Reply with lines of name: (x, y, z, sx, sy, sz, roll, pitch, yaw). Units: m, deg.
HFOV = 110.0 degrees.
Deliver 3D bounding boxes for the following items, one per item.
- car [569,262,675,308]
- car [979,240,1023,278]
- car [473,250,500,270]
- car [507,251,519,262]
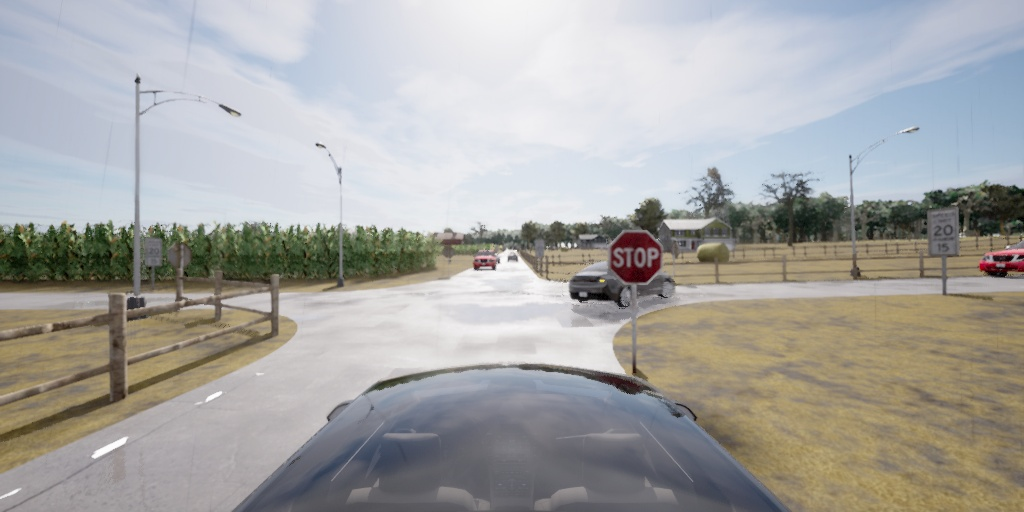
car: (4.158, 0.921, 13.231, 4.892, 1.490, 1.837, -3, -1, -40)
car: (26.608, 0.020, 17.506, 5.566, 2.045, 2.150, -2, -1, 0)
car: (-2.762, 0.377, 37.687, 2.150, 2.045, 5.566, 0, 1, 0)
car: (0.132, 0.216, 61.508, 2.128, 1.511, 4.902, 0, 1, 0)
